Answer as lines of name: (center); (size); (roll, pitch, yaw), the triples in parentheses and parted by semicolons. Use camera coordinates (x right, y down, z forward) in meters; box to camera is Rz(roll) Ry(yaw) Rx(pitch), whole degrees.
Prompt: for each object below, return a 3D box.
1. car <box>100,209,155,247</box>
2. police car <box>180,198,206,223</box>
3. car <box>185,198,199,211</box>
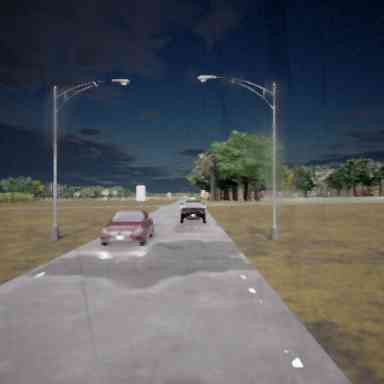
car: (-2.828, 1.546, 15.424); (1.812, 1.442, 4.674); (0, 0, 0)
police car: (0.091, 1.464, 26.230); (1.930, 1.638, 5.238); (0, 0, 0)
car: (0.007, 1.550, 44.019); (1.801, 1.575, 5.366); (0, 0, 0)
